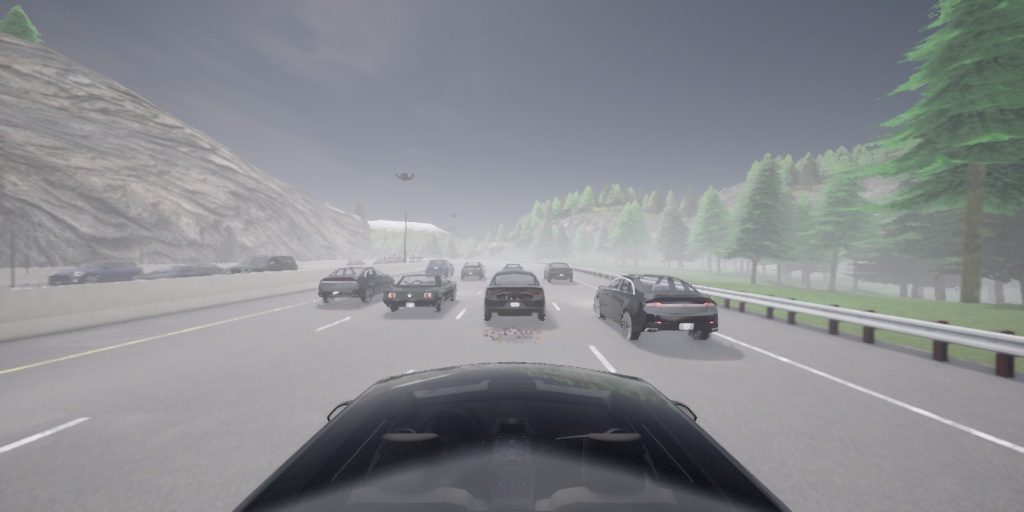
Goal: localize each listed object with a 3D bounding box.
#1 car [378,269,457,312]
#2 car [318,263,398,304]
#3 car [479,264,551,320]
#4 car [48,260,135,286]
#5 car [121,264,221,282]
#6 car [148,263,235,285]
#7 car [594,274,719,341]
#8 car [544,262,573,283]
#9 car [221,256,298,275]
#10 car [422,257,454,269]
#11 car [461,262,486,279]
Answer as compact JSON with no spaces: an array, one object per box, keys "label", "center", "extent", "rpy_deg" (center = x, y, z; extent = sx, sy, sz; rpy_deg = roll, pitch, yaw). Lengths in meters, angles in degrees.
[{"label":"car","center":[-3.404,1.352,14.245],"extent":[1.895,1.301,4.718],"rpy_deg":[0,0,0]},{"label":"car","center":[-6.902,1.243,16.450],"extent":[2.128,1.511,4.902],"rpy_deg":[0,0,0]},{"label":"car","center":[0.090,1.229,12.678],"extent":[1.882,1.535,5.008],"rpy_deg":[0,0,0]},{"label":"car","center":[-28.100,1.106,24.486],"extent":[2.097,1.767,4.553],"rpy_deg":[0,0,0]},{"label":"car","center":[-21.101,1.317,22.474],"extent":[1.994,1.385,4.181],"rpy_deg":[0,0,0]},{"label":"car","center":[-24.603,1.302,27.880],"extent":[2.033,1.411,5.357],"rpy_deg":[0,0,0]},{"label":"car","center":[3.599,1.242,9.818],"extent":[2.128,1.511,4.902],"rpy_deg":[0,0,0]},{"label":"car","center":[3.595,1.230,28.420],"extent":[1.882,1.535,5.008],"rpy_deg":[0,0,0]},{"label":"car","center":[-17.603,0.978,25.478],"extent":[2.150,2.045,5.566],"rpy_deg":[0,0,0]},{"label":"car","center":[-6.905,1.106,34.720],"extent":[2.097,1.767,4.553],"rpy_deg":[0,0,0]},{"label":"car","center":[-3.406,1.245,32.114],"extent":[2.128,1.511,4.902],"rpy_deg":[0,0,0]}]
